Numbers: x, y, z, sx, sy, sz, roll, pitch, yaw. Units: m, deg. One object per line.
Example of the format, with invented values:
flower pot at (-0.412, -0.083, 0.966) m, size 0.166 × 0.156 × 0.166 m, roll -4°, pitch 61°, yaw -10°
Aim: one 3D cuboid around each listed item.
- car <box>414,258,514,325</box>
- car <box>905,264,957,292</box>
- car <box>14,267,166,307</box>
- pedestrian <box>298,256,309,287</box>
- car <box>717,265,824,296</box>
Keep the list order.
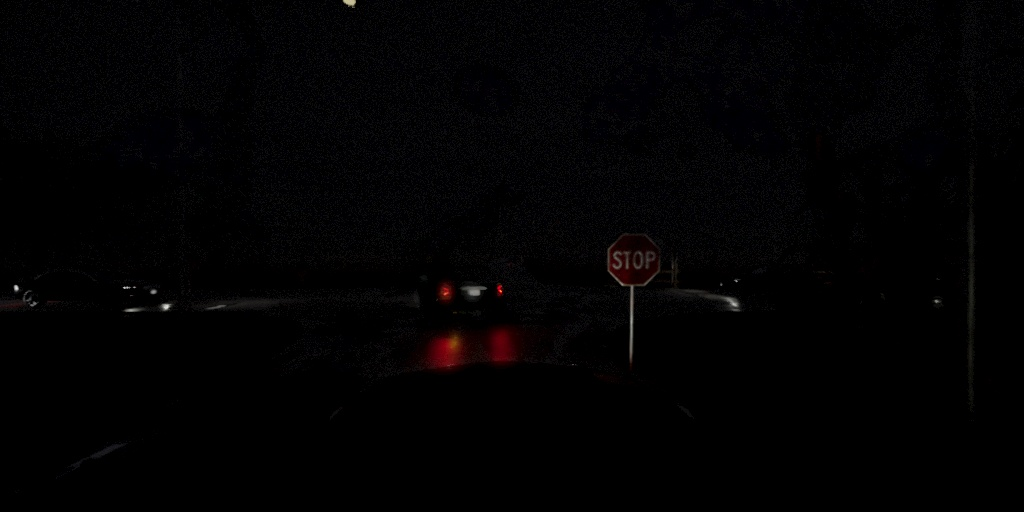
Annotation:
car at (-1.884, 1.034, 11.905) m, size 2.097 × 1.767 × 4.553 m, roll 0°, pitch 0°, yaw -23°
car at (22.730, 1.134, 17.938) m, size 5.008 × 1.535 × 1.882 m, roll 0°, pitch 2°, yaw 0°
car at (-17.278, 1.223, 14.830) m, size 4.902 × 1.511 × 2.128 m, roll 0°, pitch 2°, yaw 0°
pedestrian at (-12.186, 0.869, 20.817) m, size 0.375 × 1.860 × 0.375 m, roll 0°, pitch 2°, yaw 0°
car at (12.829, 1.154, 17.939) m, size 4.674 × 1.442 × 1.812 m, roll 0°, pitch 2°, yaw 1°
